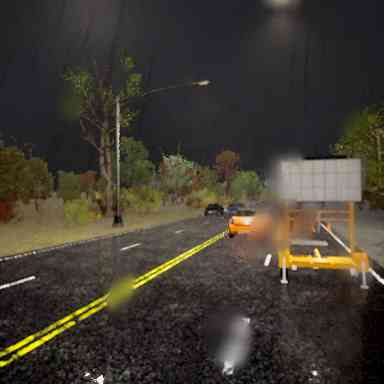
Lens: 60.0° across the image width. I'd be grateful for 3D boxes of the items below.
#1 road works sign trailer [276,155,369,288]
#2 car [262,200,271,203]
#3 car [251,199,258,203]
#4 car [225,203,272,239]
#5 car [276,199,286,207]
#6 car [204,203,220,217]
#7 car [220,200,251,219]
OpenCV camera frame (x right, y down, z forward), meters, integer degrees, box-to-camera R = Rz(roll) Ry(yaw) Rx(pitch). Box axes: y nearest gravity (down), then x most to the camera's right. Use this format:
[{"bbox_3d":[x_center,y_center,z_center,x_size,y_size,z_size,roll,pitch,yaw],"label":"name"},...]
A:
[{"bbox_3d":[3.887,0.712,10.218,2.380,3.560,2.880,-1,-1,17],"label":"road works sign trailer"},{"bbox_3d":[17.027,2.516,75.683,1.994,1.385,4.181,-1,-1,17],"label":"car"},{"bbox_3d":[14.803,2.218,79.471,1.812,1.442,4.674,-1,-1,17],"label":"car"},{"bbox_3d":[3.618,1.745,20.340,2.097,1.767,4.553,-1,-1,16],"label":"car"},{"bbox_3d":[20.328,2.220,75.355,2.150,2.045,5.566,-1,-1,17],"label":"car"},{"bbox_3d":[2.779,2.177,40.786,1.837,1.490,4.892,-1,-1,17],"label":"car"},{"bbox_3d":[4.807,1.952,36.285,2.097,1.767,4.553,-1,-1,17],"label":"car"}]
